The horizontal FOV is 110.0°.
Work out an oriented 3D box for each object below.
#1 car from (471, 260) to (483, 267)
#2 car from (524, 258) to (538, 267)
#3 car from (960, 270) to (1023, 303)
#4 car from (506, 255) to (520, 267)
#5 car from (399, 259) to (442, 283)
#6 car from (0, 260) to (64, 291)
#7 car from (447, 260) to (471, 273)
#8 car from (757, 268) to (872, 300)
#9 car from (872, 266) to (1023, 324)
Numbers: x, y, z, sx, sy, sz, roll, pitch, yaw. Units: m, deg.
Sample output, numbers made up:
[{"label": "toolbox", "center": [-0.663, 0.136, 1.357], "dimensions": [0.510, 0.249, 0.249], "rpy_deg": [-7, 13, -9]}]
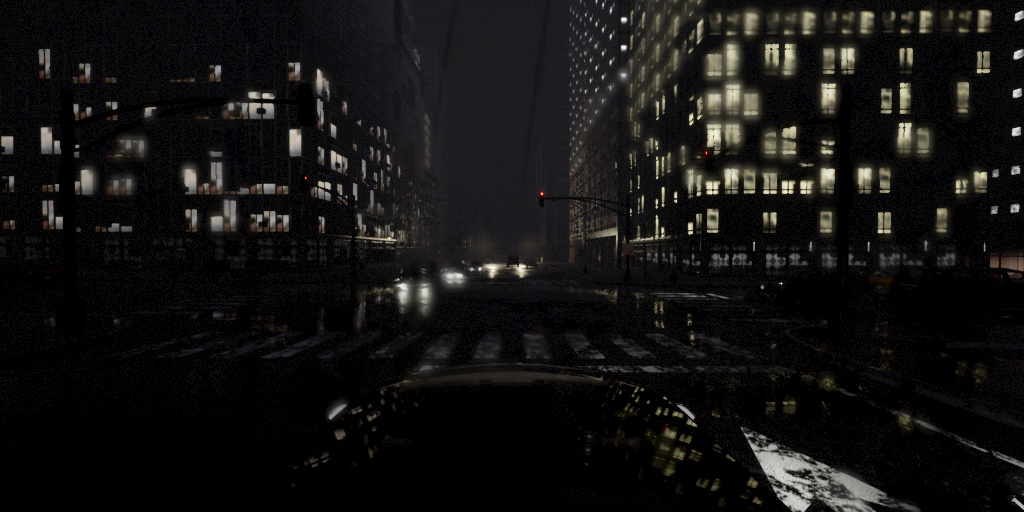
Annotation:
[{"label": "car", "center": [-6.351, 1.302, 64.480], "dimensions": [1.895, 1.301, 4.718], "rpy_deg": [0, 0, 1]}, {"label": "car", "center": [3.428, 1.228, 63.276], "dimensions": [1.812, 1.442, 4.674], "rpy_deg": [0, 0, 0]}, {"label": "car", "center": [26.515, 1.512, 18.029], "dimensions": [5.357, 1.411, 2.033], "rpy_deg": [0, 1, 1]}, {"label": "car", "center": [0.176, 0.924, 62.898], "dimensions": [2.150, 2.045, 5.566], "rpy_deg": [0, 0, 0]}, {"label": "car", "center": [-6.890, 1.083, 27.412], "dimensions": [2.097, 1.767, 4.553], "rpy_deg": [0, 0, 4]}, {"label": "car", "center": [-27.067, 0.964, 19.068], "dimensions": [5.008, 1.535, 1.882], "rpy_deg": [0, 1, 2]}, {"label": "car", "center": [-6.483, 1.216, 42.585], "dimensions": [2.128, 1.511, 4.902], "rpy_deg": [0, 0, 0]}, {"label": "car", "center": [15.289, 1.357, 18.286], "dimensions": [4.902, 1.511, 2.128], "rpy_deg": [1, 1, 2]}, {"label": "car", "center": [16.221, 1.281, 12.455], "dimensions": [5.009, 1.841, 2.192], "rpy_deg": [0, 0, 1]}]
